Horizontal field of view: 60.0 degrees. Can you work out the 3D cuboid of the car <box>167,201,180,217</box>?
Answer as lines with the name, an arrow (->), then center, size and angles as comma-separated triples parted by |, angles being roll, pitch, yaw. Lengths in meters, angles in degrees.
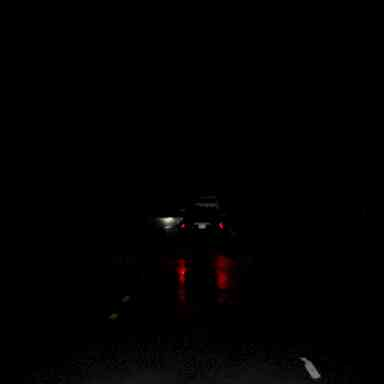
car -> -1.397, 1.727, 34.854 | 1.882, 1.535, 5.008 | 0, 0, 6

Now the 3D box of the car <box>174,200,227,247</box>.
car -> 0.506, 1.458, 15.782 | 2.097, 1.767, 4.553 | 0, 0, 2

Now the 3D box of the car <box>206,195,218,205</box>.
car -> 4.634, 1.822, 75.838 | 2.150, 2.045, 5.566 | 0, -1, 11

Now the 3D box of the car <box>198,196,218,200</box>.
car -> 1.569, 1.455, 32.148 | 2.150, 2.045, 5.566 | 0, 0, 5

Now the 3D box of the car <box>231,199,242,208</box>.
car -> 7.933, 1.905, 58.792 | 1.970, 1.475, 3.806 | 0, -1, 9
